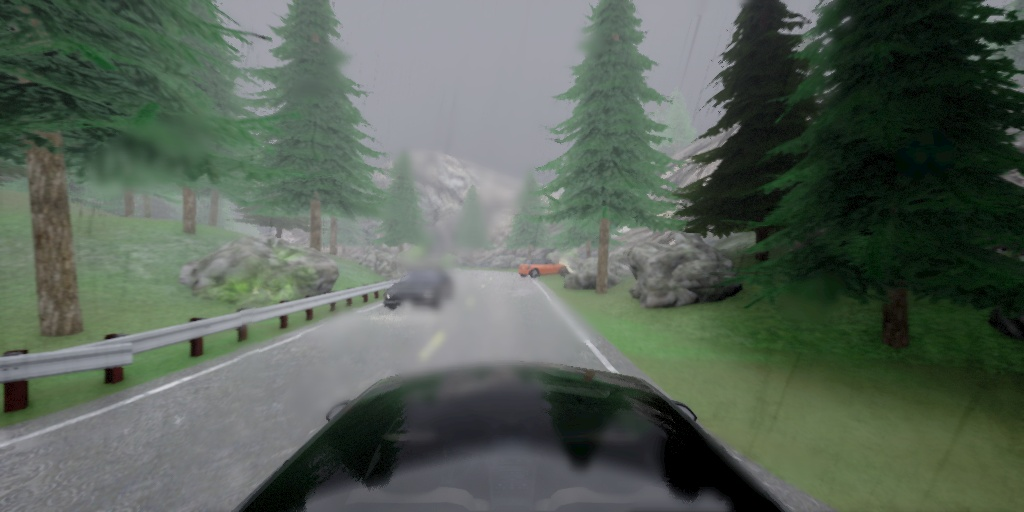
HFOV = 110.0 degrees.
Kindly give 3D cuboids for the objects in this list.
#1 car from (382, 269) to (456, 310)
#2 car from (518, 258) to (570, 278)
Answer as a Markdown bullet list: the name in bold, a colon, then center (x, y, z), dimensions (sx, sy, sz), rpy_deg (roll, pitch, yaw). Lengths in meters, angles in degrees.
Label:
- **car**: center (-3.488, 1.254, 14.634), dimensions (2.033, 1.411, 5.357), rpy_deg (0, 0, 0)
- **car**: center (2.884, 0.987, 31.686), dimensions (4.553, 1.767, 2.097), rpy_deg (0, 1, -27)
